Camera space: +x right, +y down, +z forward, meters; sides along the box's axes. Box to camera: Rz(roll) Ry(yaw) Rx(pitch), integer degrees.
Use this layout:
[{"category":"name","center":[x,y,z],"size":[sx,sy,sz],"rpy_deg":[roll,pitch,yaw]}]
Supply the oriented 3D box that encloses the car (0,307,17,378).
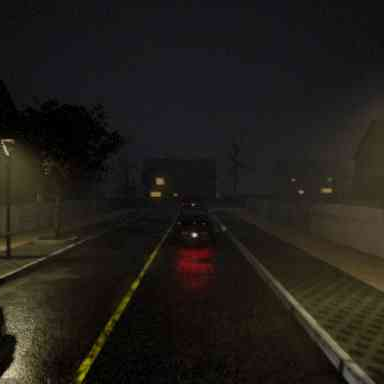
[{"category":"car","center":[-2.848,1.547,1.303],"size":[2.033,1.411,5.357],"rpy_deg":[0,0,0]}]

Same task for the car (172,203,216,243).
[{"category":"car","center":[0.107,1.516,16.199],"size":[1.837,1.490,4.892],"rpy_deg":[0,0,0]}]

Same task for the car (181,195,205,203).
[{"category":"car","center":[0.111,1.264,32.788],"size":[2.150,2.045,5.566],"rpy_deg":[0,0,0]}]
